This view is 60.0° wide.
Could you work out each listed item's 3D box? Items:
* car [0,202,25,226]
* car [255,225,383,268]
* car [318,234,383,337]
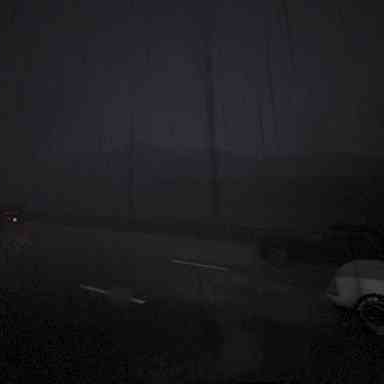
[{"bbox_3d":[-12.843,1.443,21.826,4.892,1.490,1.837,0,0,35],"label":"car"},{"bbox_3d":[4.284,1.596,9.535,4.718,1.301,1.895,0,0,36],"label":"car"},{"bbox_3d":[4.630,1.604,4.988,4.718,1.301,1.895,0,0,35],"label":"car"}]
